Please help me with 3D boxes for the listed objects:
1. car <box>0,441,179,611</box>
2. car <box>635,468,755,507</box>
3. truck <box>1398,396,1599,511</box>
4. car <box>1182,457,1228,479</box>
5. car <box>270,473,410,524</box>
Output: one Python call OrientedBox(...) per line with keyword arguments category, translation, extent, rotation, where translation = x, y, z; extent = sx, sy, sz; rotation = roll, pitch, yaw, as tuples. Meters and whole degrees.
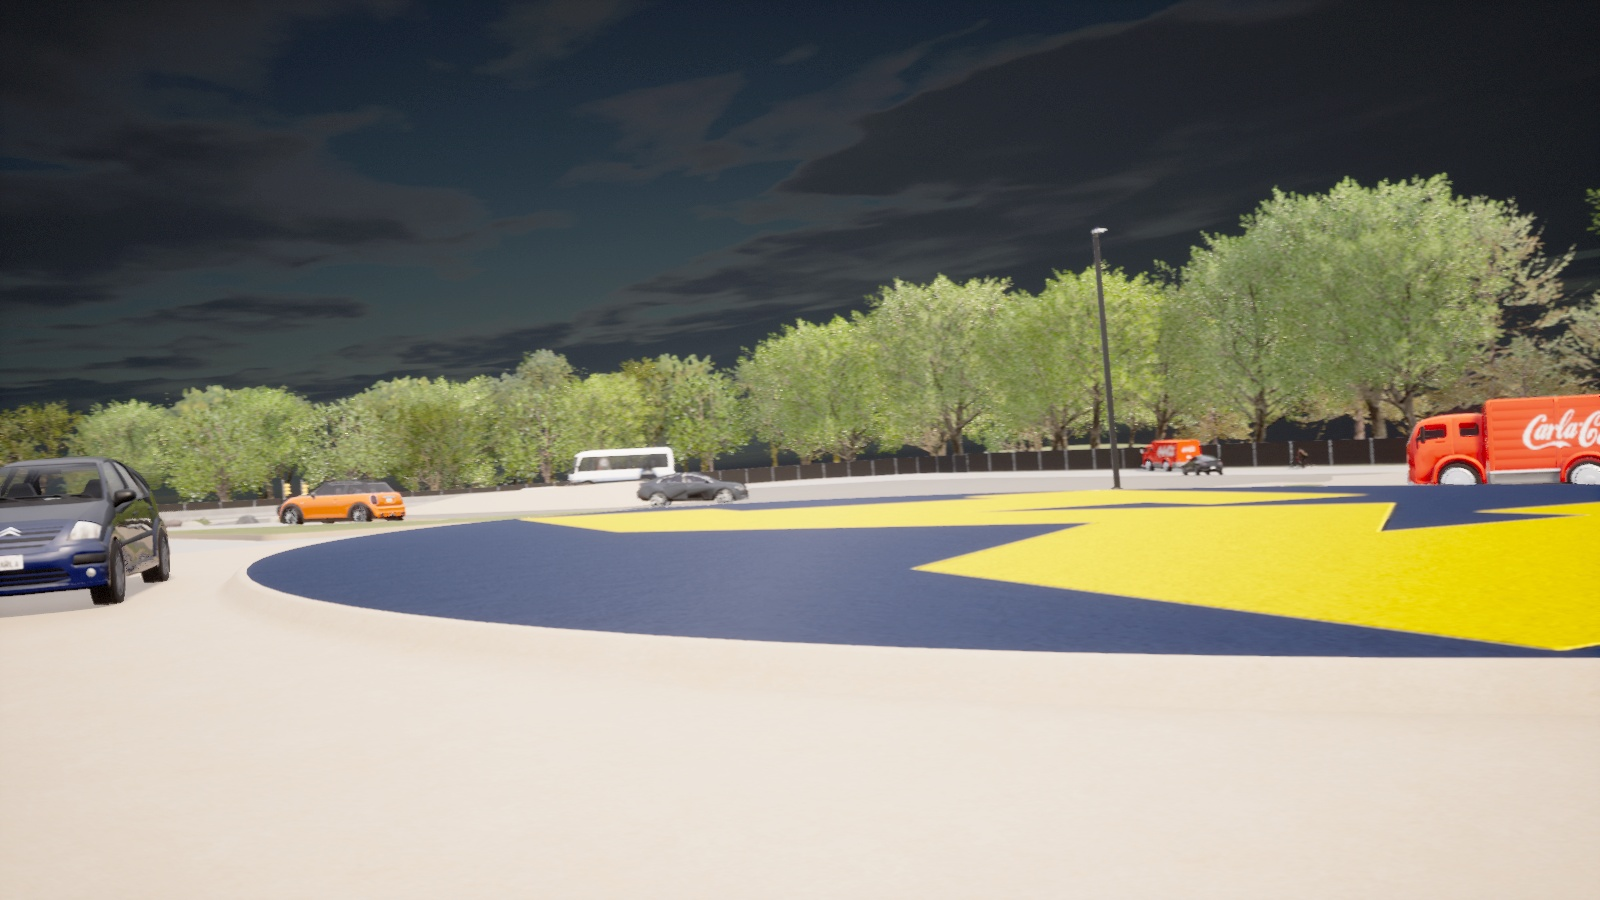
OrientedBox(category="car", translation=(-8.445, 0.786, 14.244), extent=(1.851, 1.617, 3.988), rotation=(-3, 0, -18))
OrientedBox(category="car", translation=(-4.545, 1.637, 54.824), extent=(4.902, 1.511, 2.128), rotation=(-2, -1, 3))
OrientedBox(category="truck", translation=(17.501, 0.157, 30.516), extent=(5.204, 2.467, 2.627), rotation=(-3, -5, 27))
OrientedBox(category="car", translation=(28.820, 1.284, 89.461), extent=(1.812, 1.442, 4.674), rotation=(-1, -1, 0))
OrientedBox(category="car", translation=(-17.087, 1.802, 46.657), extent=(4.553, 1.767, 2.097), rotation=(-2, -1, 19))
